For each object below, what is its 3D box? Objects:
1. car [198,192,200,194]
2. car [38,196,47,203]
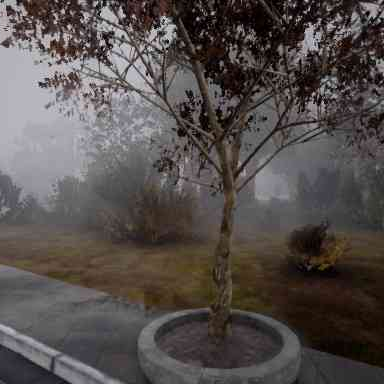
[{"bbox_3d":[0.903,0.971,60.271,2.150,2.045,5.566,1,0,32],"label":"car"},{"bbox_3d":[-21.087,1.232,45.554,1.994,1.385,4.181,1,0,32],"label":"car"}]
